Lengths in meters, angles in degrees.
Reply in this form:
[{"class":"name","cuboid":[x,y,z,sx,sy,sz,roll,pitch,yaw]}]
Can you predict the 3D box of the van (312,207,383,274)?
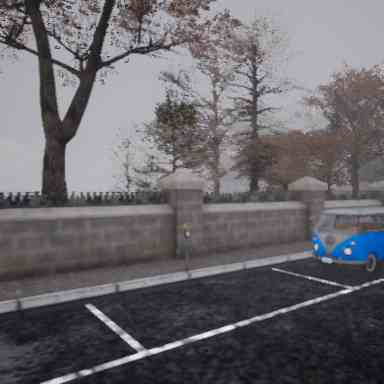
[{"class":"van","cuboid":[5.460,1.380,10.460,3.998,1.788,1.690,0,0,-35]}]
